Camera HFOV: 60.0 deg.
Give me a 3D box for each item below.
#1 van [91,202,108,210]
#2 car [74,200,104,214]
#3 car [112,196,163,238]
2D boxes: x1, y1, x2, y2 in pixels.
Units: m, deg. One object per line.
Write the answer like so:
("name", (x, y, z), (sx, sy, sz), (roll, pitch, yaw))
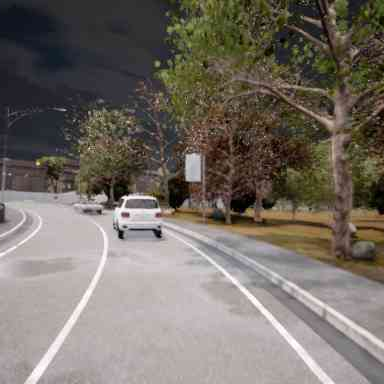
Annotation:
("van", (-25.562, 3.798, 91.796), (4.442, 1.987, 1.878), (-4, -6, 25))
("car", (-10.711, 1.524, 34.216), (1.895, 1.301, 4.718), (3, -1, -33))
("car", (-3.039, 1.237, 18.038), (2.150, 2.045, 5.566), (1, 0, -16))
